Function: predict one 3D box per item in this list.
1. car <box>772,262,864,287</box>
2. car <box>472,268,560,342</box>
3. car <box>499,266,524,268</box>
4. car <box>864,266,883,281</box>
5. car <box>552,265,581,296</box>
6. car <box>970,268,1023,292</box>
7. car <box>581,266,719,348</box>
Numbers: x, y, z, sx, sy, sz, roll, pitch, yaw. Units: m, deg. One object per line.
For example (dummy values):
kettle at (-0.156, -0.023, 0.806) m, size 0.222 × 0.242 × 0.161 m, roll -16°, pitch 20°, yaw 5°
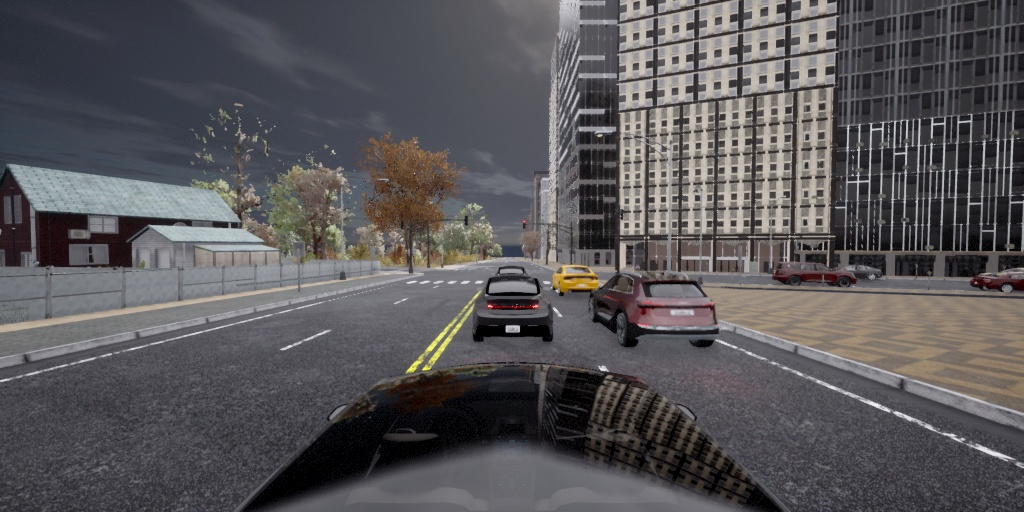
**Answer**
car at (22.965, 1.393, 27.489) m, size 5.009 × 1.841 × 2.192 m, roll 0°, pitch 0°, yaw 20°
car at (0.030, 1.252, 9.783) m, size 1.837 × 1.490 × 4.892 m, roll 0°, pitch 0°, yaw 0°
car at (-0.031, 1.251, 18.450) m, size 1.837 × 1.490 × 4.892 m, roll 0°, pitch 0°, yaw 0°
car at (30.988, 1.468, 32.952) m, size 4.403 × 1.370 × 2.007 m, roll 0°, pitch 0°, yaw 20°
car at (3.283, 1.224, 19.263) m, size 1.882 × 1.535 × 5.008 m, roll 0°, pitch 0°, yaw 0°
car at (33.618, 1.716, 23.611) m, size 4.507 × 1.381 × 1.888 m, roll 0°, pitch 0°, yaw 20°
car at (3.335, 1.177, 9.272) m, size 2.033 × 1.649 × 4.856 m, roll 0°, pitch 0°, yaw 0°
